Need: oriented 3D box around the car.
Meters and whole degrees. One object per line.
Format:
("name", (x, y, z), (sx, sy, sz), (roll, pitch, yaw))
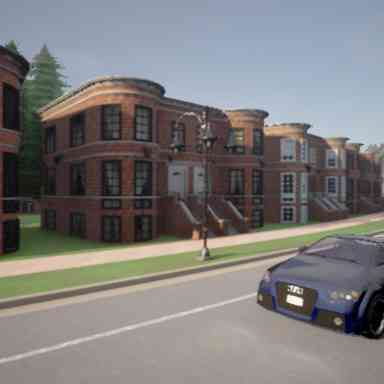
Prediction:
("car", (3.223, 1.579, 6.661), (4.181, 1.385, 1.994), (0, 0, -39))
